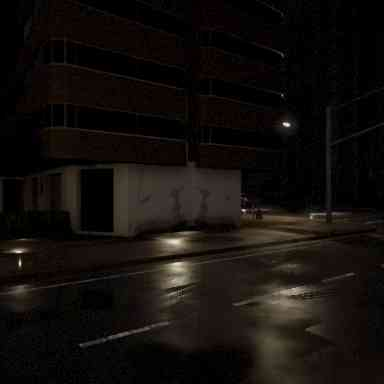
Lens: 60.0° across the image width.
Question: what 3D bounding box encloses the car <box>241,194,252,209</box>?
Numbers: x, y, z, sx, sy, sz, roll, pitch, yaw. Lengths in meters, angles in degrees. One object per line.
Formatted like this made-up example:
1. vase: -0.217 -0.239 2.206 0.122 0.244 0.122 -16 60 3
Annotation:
1. car: 6.104 1.473 45.844 1.882 1.535 5.008 0 0 -35

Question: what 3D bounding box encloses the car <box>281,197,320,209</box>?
1. car: 14.888 1.486 45.930 2.128 1.511 4.902 0 0 -36

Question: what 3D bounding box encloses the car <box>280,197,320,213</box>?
1. car: 12.098 1.521 37.572 1.812 1.442 4.674 0 0 -36
